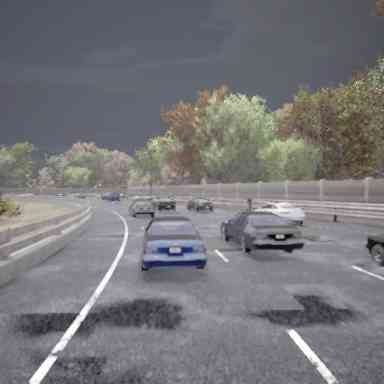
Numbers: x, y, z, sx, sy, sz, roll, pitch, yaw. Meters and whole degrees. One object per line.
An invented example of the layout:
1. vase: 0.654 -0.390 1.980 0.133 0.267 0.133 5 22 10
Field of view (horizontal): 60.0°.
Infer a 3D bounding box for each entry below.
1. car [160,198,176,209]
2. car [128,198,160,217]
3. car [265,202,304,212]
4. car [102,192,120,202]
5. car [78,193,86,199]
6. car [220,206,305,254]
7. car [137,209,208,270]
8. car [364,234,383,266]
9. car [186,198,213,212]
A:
1. car: -3.277 1.345 36.686 1.882 1.535 5.008 0 0 -20
2. car: -4.560 1.446 29.656 2.033 1.411 5.357 0 0 -16
3. car: 5.782 1.422 22.481 1.812 1.442 4.674 0 0 -15
4. car: -16.770 1.008 68.591 2.150 2.045 5.566 0 0 -34
5. car: -29.864 1.093 90.160 2.097 1.767 4.553 0 0 -21
6. car: 2.526 1.488 13.307 2.033 1.411 5.357 0 0 -8
7. car: -0.694 1.507 10.877 2.033 1.411 5.357 0 0 -6
8. car: 6.519 1.550 8.385 1.895 1.301 4.718 0 0 -5
9. car: 0.813 1.386 35.559 1.812 1.442 4.674 0 0 -18
